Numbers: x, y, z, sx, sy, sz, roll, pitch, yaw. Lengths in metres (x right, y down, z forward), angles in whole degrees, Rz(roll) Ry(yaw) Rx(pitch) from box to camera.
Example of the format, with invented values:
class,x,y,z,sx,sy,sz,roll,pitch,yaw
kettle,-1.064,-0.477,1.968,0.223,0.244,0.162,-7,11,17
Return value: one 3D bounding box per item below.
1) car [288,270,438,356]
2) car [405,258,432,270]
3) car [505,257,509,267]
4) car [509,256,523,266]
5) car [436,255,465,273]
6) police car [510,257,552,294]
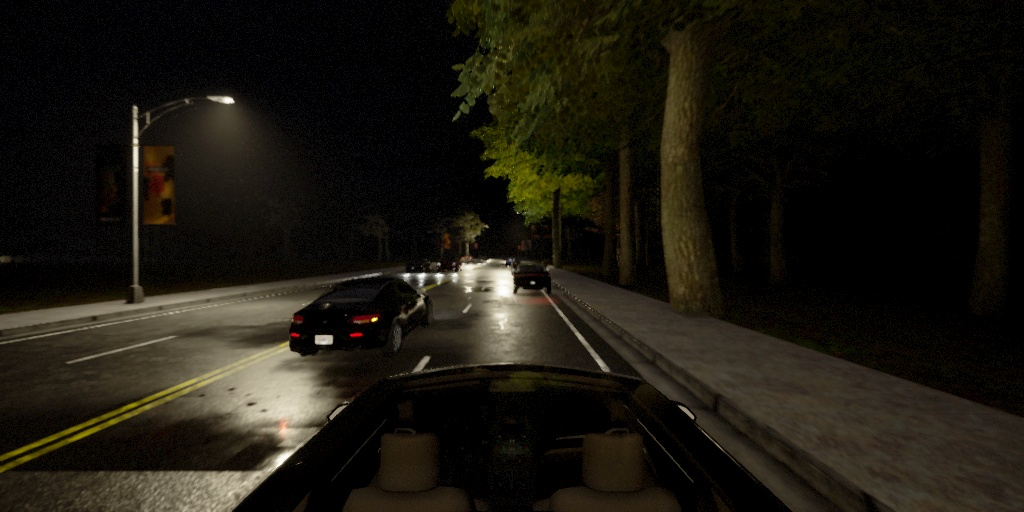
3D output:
class,x,y,z,sx,sy,sz,roll,pitch,yaw
car,-3.162,1.219,8.319,1.812,1.442,4.674,0,0,0
car,-9.830,0.982,37.925,1.837,1.490,4.892,0,0,0
car,0.018,0.938,53.052,1.994,1.385,4.181,0,0,0
car,0.982,0.845,35.188,2.097,1.767,4.553,0,0,0
car,-6.580,0.827,37.861,2.097,1.767,4.553,0,1,0
police car,0.979,1.031,19.329,1.930,1.638,5.238,0,0,0
